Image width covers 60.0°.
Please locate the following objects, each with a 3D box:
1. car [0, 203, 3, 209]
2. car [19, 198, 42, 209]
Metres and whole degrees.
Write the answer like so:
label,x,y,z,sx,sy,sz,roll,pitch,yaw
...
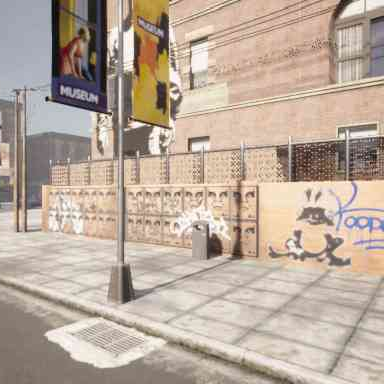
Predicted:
label,x,y,z,sx,sy,sz,roll,pitch,yaw
car,-25.905,1.526,41.576,1.812,1.442,4.674,0,0,8
car,-21.637,1.526,44.700,1.812,1.442,4.674,0,0,15
